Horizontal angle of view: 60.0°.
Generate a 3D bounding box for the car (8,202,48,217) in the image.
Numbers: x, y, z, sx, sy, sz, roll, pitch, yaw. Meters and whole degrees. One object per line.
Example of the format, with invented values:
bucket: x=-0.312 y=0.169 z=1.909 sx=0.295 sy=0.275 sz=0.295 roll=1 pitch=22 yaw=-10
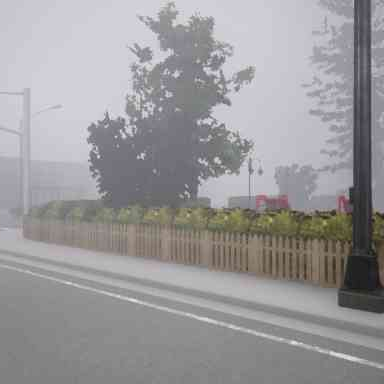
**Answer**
car: x=-14.002 y=1.601 z=30.308 sx=1.895 sy=1.301 sz=4.718 roll=0 pitch=0 yaw=35
